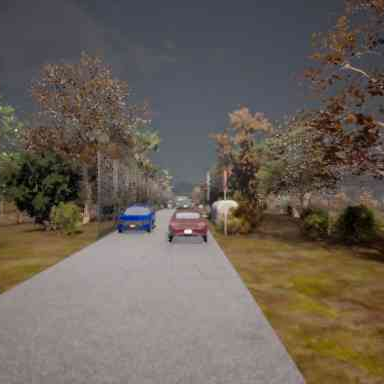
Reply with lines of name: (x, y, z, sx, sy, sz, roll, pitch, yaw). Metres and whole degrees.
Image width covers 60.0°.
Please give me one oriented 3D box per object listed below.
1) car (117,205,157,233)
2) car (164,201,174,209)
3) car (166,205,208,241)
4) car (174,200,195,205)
car: (-3.242, 1.568, 20.315, 1.882, 1.535, 5.008, 0, 0, -1)
car: (-4.115, 2.420, 62.444, 2.128, 1.511, 4.902, 0, -2, -1)
car: (-0.226, 1.586, 16.886, 1.812, 1.442, 4.674, 0, 0, -1)
car: (-0.742, 1.701, 39.013, 2.097, 1.767, 4.553, 0, -1, -2)
